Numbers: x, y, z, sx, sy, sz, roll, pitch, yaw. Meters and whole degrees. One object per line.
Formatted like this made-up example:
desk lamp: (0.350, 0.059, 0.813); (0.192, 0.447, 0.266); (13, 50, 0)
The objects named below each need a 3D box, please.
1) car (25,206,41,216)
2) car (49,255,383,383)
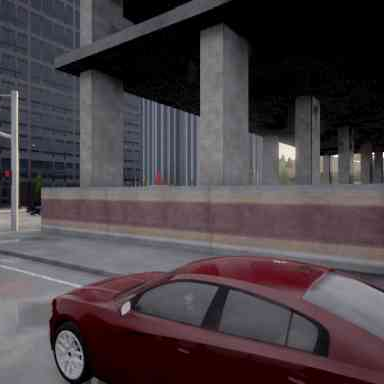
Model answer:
car: (-14.140, 1.666, 33.549); (1.895, 1.301, 4.718); (0, 0, 36)
car: (0.410, 1.478, 3.697); (5.008, 1.535, 1.882); (0, 0, 35)
